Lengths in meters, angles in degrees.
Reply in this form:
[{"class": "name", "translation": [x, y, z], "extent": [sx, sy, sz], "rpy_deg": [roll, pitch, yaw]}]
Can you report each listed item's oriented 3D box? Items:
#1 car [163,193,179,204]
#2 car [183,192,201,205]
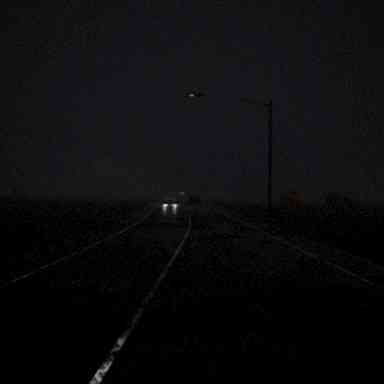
[{"class": "car", "translation": [-3.347, 1.114, 51.097], "extent": [1.812, 1.442, 4.674], "rpy_deg": [0, 0, -3]}, {"class": "car", "translation": [0.196, 0.975, 50.457], "extent": [2.097, 1.767, 4.553], "rpy_deg": [0, 0, -3]}]
